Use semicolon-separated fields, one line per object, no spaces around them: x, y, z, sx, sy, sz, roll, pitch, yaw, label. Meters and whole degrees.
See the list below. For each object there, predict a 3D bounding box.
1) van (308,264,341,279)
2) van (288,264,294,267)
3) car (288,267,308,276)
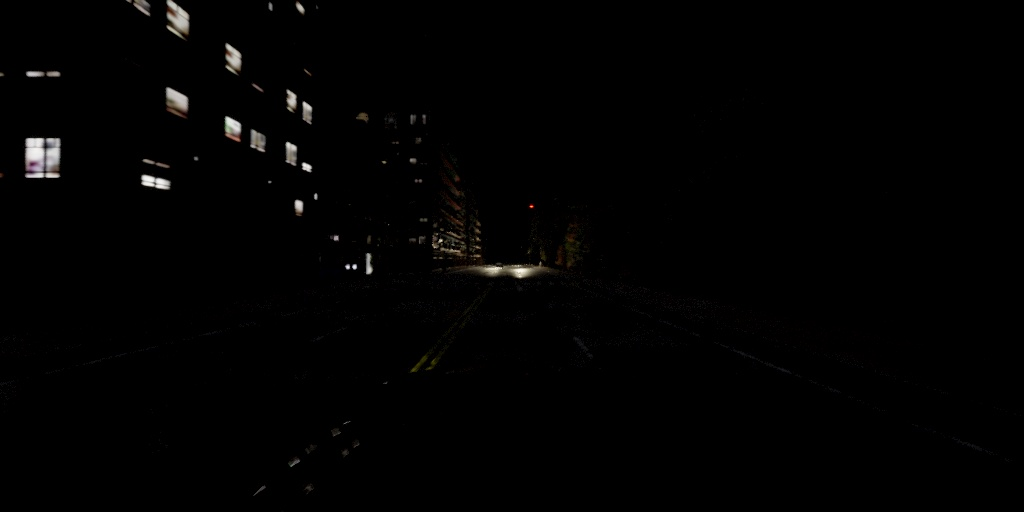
-22.728;1.824;43.081;3.998;1.789;1.690;0;0;-1;van
-28.330;1.896;43.002;3.998;1.789;1.690;0;0;-1;van
-22.639;2.000;34.734;4.207;1.307;1.802;0;0;-1;car
